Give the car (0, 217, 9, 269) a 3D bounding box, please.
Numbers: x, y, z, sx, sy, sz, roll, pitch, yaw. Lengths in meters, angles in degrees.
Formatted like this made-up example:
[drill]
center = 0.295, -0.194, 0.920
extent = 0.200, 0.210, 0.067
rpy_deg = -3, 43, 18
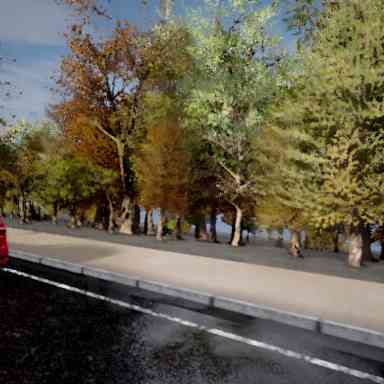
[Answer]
[car]
center = -6.932, 1.082, 8.565
extent = 5.566, 2.045, 2.150
rpy_deg = 1, 0, 35
